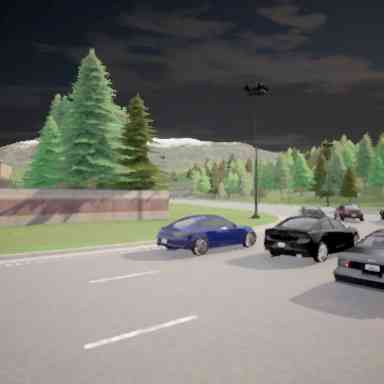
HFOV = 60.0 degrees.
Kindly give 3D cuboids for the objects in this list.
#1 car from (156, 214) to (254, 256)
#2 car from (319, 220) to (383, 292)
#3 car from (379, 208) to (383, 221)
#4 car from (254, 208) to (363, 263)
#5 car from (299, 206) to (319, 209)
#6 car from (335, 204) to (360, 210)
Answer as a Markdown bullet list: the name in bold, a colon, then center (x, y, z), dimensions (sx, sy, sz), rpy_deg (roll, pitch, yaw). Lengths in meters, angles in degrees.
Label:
- **car**: center (0.701, 1.646, 13.654), dimensions (4.674, 1.442, 1.812), rpy_deg (1, -1, -42)
- **car**: center (5.602, 1.649, 8.633), dimensions (5.357, 1.411, 2.033), rpy_deg (1, -1, -43)
- **car**: center (17.265, 1.801, 27.964), dimensions (1.882, 1.535, 5.008), rpy_deg (0, 0, 16)
- **car**: center (4.697, 1.609, 12.700), dimensions (5.008, 1.535, 1.882), rpy_deg (1, 0, -45)
- **car**: center (10.997, 1.920, 31.032), dimensions (1.895, 1.301, 4.718), rpy_deg (0, 0, 14)
- **car**: center (14.327, 1.857, 30.580), dimensions (1.812, 1.442, 4.674), rpy_deg (0, 0, 13)
